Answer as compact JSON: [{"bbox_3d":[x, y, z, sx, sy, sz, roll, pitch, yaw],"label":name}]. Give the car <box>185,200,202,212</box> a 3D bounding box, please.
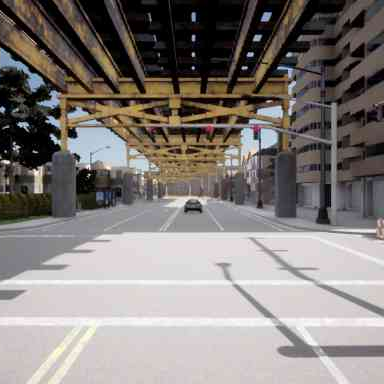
[{"bbox_3d":[0.137,1.564,39.074,1.994,1.385,4.181,0,0,0],"label":"car"}]
